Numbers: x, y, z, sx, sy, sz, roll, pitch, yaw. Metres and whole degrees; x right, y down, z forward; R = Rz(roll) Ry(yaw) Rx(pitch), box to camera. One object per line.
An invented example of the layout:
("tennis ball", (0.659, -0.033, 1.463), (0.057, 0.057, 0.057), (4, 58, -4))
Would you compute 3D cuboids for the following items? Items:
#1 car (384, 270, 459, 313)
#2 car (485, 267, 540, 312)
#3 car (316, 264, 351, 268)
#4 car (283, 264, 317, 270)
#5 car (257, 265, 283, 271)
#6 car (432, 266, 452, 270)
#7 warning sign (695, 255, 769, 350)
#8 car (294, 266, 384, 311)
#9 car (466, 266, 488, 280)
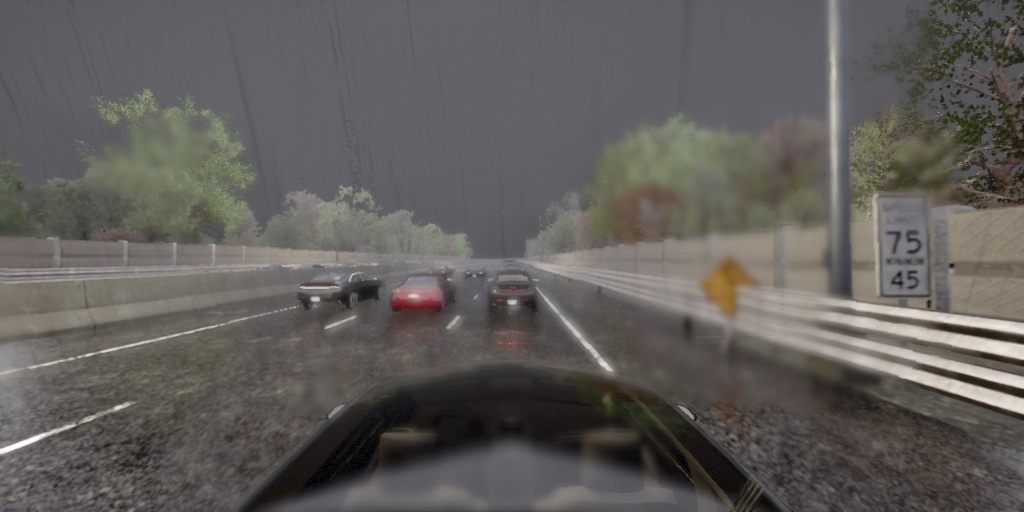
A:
("car", (-3.417, 1.435, 14.739), (1.994, 1.385, 4.181), (0, 0, 0))
("car", (0.085, 1.378, 14.805), (1.837, 1.490, 4.892), (0, 0, 0))
("car", (-17.597, 1.637, 37.247), (2.033, 1.411, 5.357), (0, -1, 0))
("car", (-21.094, 1.595, 37.294), (1.837, 1.490, 4.892), (0, -1, 0))
("car", (-24.594, 1.653, 37.133), (1.994, 1.385, 4.181), (0, -1, 0))
("car", (-6.902, 1.673, 35.510), (1.895, 1.301, 4.718), (0, -1, 0))
("warning sign", (4.550, 0.918, 7.513), (1.300, 1.860, 1.060), (0, 0, 0))
("car", (-6.914, 1.366, 15.112), (2.128, 1.511, 4.902), (0, 0, 0))
("car", (-3.402, 1.675, 35.669), (1.895, 1.301, 4.718), (0, -1, 0))
